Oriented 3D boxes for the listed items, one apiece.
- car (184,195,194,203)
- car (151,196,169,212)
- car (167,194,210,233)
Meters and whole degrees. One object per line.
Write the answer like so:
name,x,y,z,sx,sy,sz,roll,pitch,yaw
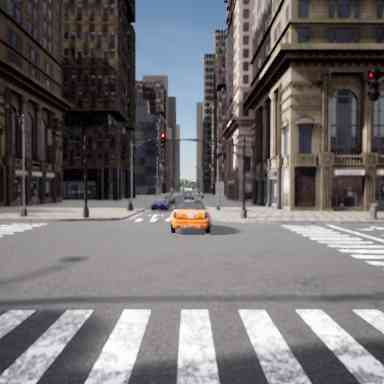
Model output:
car,-0.566,1.268,62.687,1.837,1.490,4.892,0,0,0
car,-3.449,1.460,36.679,1.895,1.301,4.718,0,0,0
car,-0.091,1.233,19.245,2.097,1.767,4.553,1,1,-1
